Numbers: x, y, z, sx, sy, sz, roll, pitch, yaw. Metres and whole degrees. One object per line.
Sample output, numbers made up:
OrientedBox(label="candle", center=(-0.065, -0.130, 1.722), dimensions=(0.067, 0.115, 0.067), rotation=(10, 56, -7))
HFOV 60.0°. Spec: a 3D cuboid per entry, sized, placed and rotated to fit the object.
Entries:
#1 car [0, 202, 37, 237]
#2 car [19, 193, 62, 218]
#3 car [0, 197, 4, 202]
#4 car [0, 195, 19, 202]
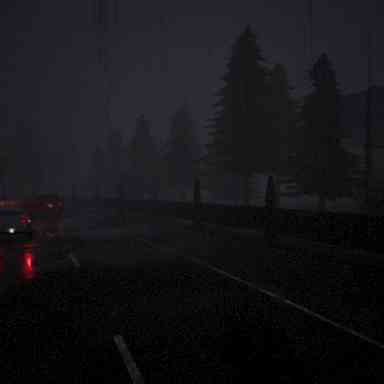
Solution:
OrientedBox(label="car", center=(-9.175, 1.459, 16.702), dimensions=(1.812, 1.442, 4.674), rotation=(0, 0, -31))
OrientedBox(label="car", center=(-12.623, 1.121, 28.000), dimensions=(2.150, 2.045, 5.566), rotation=(0, 0, -37))
OrientedBox(label="car", center=(-18.858, 1.398, 30.263), dimensions=(1.812, 1.442, 4.674), rotation=(0, -1, -40))
OrientedBox(label="car", center=(-21.306, 1.199, 38.117), dimensions=(2.097, 1.767, 4.553), rotation=(0, 0, -43))
